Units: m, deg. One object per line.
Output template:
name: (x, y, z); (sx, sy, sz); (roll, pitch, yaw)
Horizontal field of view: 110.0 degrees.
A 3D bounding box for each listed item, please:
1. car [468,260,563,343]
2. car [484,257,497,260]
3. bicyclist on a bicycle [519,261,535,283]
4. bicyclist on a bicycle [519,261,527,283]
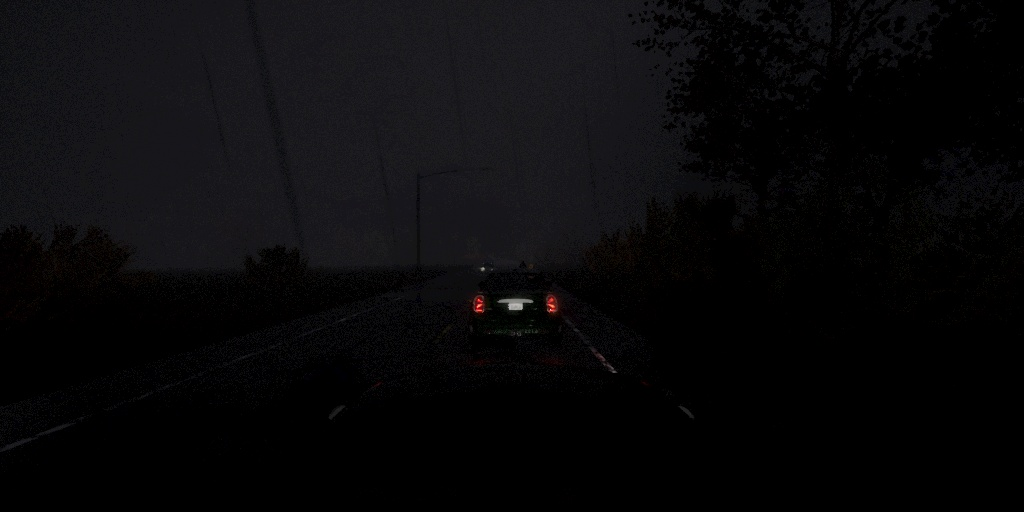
car: (0.073, 1.099, 9.783); (2.097, 1.767, 4.553); (0, 0, 0)
car: (-4.067, 1.212, 61.565); (1.882, 1.535, 5.008); (0, 0, -1)
bicyclist on a bicycle: (0.905, 1.181, 17.127); (0.866, 1.612, 1.509); (0, 0, 0)
bicyclist on a bicycle: (0.843, 1.193, 27.244); (0.582, 1.620, 1.656); (0, 0, 0)
